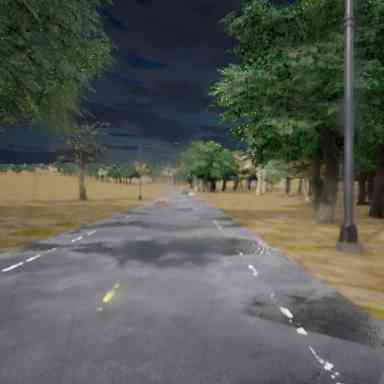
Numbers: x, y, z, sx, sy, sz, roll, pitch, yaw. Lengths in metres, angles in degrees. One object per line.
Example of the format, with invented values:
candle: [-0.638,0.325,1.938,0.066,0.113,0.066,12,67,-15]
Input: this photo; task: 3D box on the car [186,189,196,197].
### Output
car: [-0.028,0.412,84.769,1.801,1.575,5.366,0,1,-2]

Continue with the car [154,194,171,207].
car: [-3.954,1.016,45.423,2.097,1.767,4.553,0,1,-1]
